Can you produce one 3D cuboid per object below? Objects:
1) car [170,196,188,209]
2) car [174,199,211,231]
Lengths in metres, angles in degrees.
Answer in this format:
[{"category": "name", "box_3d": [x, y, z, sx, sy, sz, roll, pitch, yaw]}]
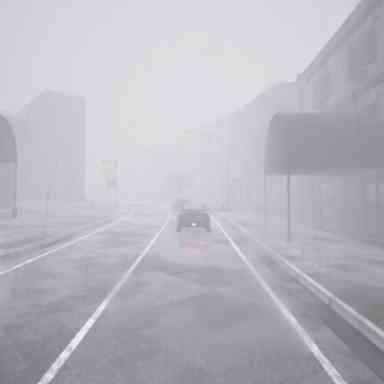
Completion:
[{"category": "car", "box_3d": [-1.331, 1.197, 37.871, 1.837, 1.490, 4.892, 1, 1, -10]}, {"category": "car", "box_3d": [0.083, 1.428, 19.908, 1.837, 1.490, 4.892, 0, 1, 0]}]
